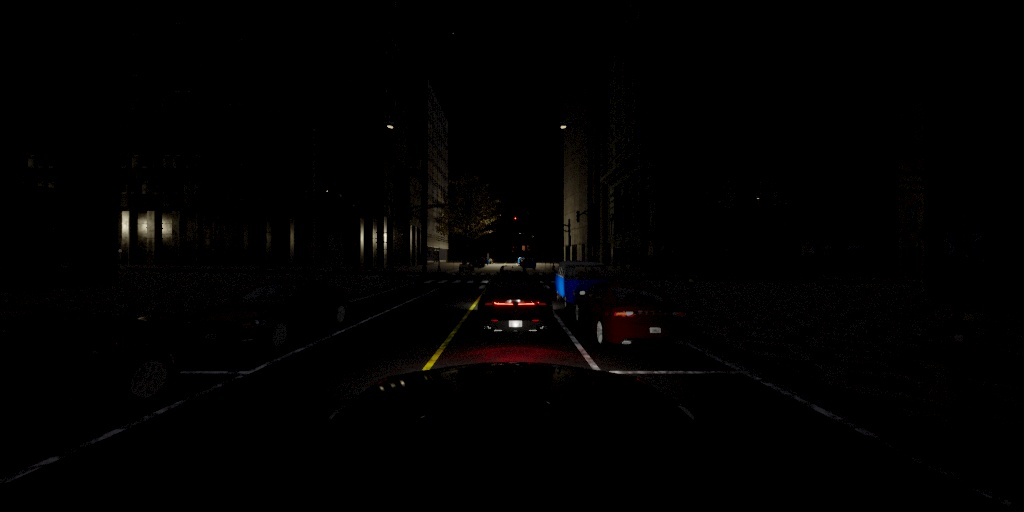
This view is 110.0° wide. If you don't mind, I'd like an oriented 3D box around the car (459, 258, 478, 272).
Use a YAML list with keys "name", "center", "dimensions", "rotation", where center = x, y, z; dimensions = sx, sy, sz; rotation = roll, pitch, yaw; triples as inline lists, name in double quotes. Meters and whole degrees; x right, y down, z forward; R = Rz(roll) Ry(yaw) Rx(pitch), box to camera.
- name: "car"
  center: [-5.917, 1.296, 47.050]
  dimensions: [1.751, 1.417, 4.829]
  rotation: [0, 0, 0]

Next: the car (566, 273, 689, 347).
- name: "car"
  center: [2.753, 1.296, 9.138]
  dimensions: [1.888, 1.381, 4.507]
  rotation: [0, 0, 0]

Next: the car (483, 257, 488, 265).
- name: "car"
  center: [-5.965, 1.101, 63.089]
  dimensions: [2.192, 1.841, 5.009]
  rotation: [0, 0, 0]

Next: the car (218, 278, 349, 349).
- name: "car"
  center: [-5.802, 1.296, 9.128]
  dimensions: [1.888, 1.381, 4.507]
  rotation: [0, 0, 0]

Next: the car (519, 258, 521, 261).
- name: "car"
  center: [2.577, 1.347, 58.059]
  dimensions: [1.948, 1.339, 4.313]
  rotation: [0, 0, 0]

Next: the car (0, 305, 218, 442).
- name: "car"
  center: [-5.782, 1.295, 3.603]
  dimensions: [1.888, 1.381, 4.507]
  rotation: [0, 0, 0]

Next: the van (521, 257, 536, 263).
- name: "van"
  center: [2.595, 1.116, 52.647]
  dimensions: [1.690, 1.789, 3.998]
  rotation: [0, 0, 0]

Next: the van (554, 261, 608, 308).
- name: "van"
  center: [2.736, 1.093, 14.663]
  dimensions: [1.690, 1.789, 3.998]
  rotation: [0, 0, 0]

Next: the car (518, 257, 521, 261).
- name: "car"
  center: [2.559, 1.332, 63.473]
  dimensions: [1.888, 1.381, 4.507]
  rotation: [0, 0, 0]

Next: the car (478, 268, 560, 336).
- name: "car"
  center: [0.074, 1.256, 10.373]
  dimensions: [1.837, 1.490, 4.892]
  rotation: [0, 0, 0]

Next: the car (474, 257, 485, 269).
- name: "car"
  center: [-5.947, 1.325, 57.800]
  dimensions: [1.888, 1.381, 4.507]
  rotation: [0, 0, 0]

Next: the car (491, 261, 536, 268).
- name: "car"
  center: [0.047, 1.245, 19.792]
  dimensions: [2.128, 1.511, 4.902]
  rotation: [0, 0, -1]
